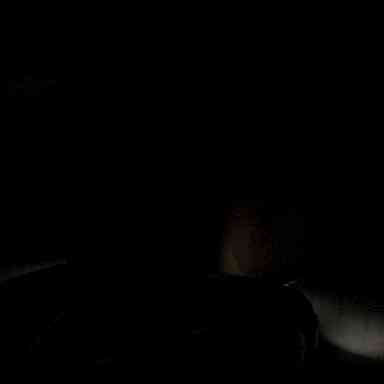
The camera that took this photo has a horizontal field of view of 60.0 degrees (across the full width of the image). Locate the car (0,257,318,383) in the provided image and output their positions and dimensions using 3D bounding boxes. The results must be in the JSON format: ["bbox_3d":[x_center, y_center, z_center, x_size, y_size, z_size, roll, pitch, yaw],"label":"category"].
[{"bbox_3d":[-0.498,1.531,3.795,4.892,1.490,1.837,0,0,-37],"label":"car"}]
